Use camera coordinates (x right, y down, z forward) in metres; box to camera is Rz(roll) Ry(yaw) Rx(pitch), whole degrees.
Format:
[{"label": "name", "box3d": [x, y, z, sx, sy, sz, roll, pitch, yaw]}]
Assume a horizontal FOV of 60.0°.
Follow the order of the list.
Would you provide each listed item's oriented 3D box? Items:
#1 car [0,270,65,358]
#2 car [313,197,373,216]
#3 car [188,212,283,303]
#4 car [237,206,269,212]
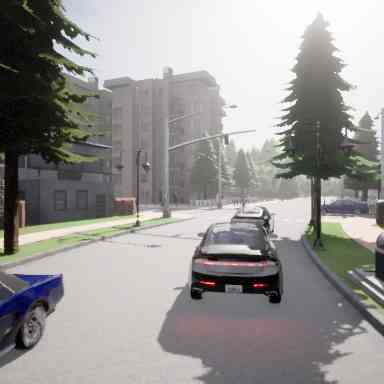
[{"label": "car", "box3d": [-3.275, 1.601, 3.528, 1.895, 1.301, 4.718, 0, 0, 5]}, {"label": "car", "box3d": [14.438, 1.496, 32.534, 5.008, 1.535, 1.882, 0, 0, 18]}, {"label": "car", "box3d": [1.104, 1.491, 8.260, 2.128, 1.511, 4.902, 0, 0, 9]}, {"label": "car", "box3d": [3.231, 1.491, 17.367, 2.128, 1.511, 4.902, 0, 0, 18]}]
